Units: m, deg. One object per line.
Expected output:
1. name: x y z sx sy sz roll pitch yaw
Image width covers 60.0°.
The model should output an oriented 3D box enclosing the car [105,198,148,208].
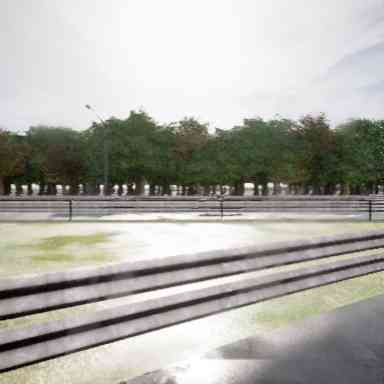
1. car: -7.001 1.253 35.914 4.718 1.301 1.895 0 1 0

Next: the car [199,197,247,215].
1. car: 2.720 1.148 29.017 4.181 1.385 1.994 0 1 -1
